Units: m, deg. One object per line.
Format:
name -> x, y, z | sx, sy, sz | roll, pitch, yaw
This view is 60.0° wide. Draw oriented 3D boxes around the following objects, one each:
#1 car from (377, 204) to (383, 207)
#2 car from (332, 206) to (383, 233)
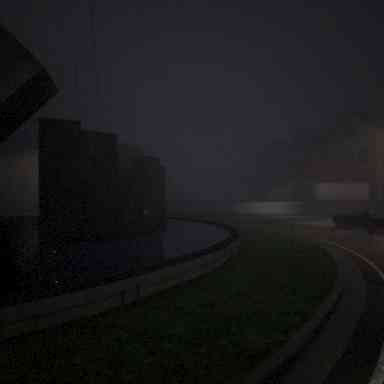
car -> 16.755, 1.719, 28.546 | 4.674, 1.442, 1.812 | -1, -1, 3
car -> 10.960, 1.757, 20.953 | 1.895, 1.301, 4.718 | 0, -1, -11
